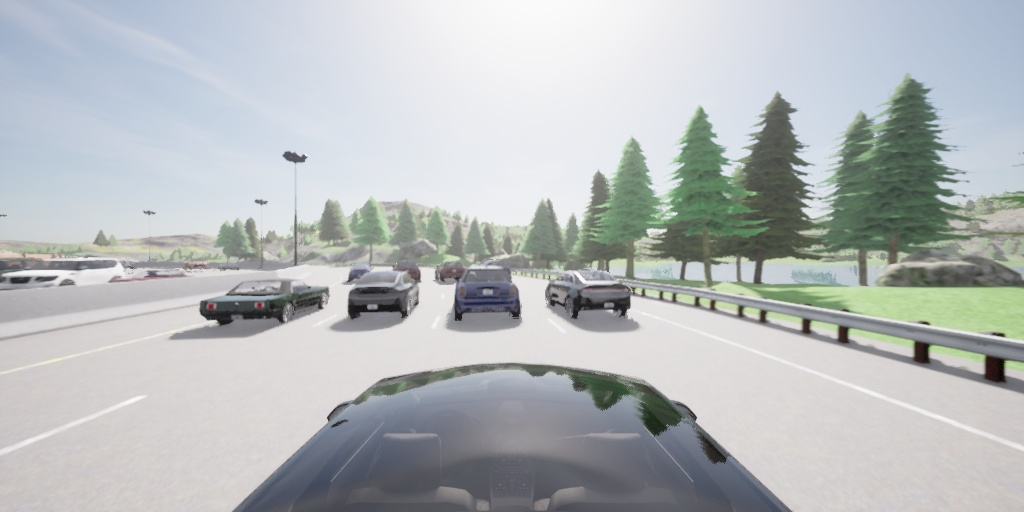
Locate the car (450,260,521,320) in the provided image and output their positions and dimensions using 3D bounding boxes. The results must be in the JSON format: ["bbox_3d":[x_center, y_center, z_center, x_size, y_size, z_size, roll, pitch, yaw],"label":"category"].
[{"bbox_3d":[-1.016,1.123,13.043,2.097,1.767,4.553,0,0,-8],"label":"car"}]

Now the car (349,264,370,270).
[{"bbox_3d":[-12.608,1.372,30.027,1.812,1.442,4.674,0,0,-21],"label":"car"}]

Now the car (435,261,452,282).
[{"bbox_3d":[-5.185,1.165,29.963,2.097,1.767,4.553,0,0,-19],"label":"car"}]

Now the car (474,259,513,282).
[{"bbox_3d":[-1.675,1.150,30.515,2.097,1.767,4.553,0,0,-19],"label":"car"}]

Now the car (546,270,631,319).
[{"bbox_3d":[2.537,1.246,12.959,2.128,1.511,4.902,0,0,-8],"label":"car"}]

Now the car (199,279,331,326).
[{"bbox_3d":[-7.842,1.400,12.052,1.895,1.301,4.718,0,0,-8],"label":"car"}]

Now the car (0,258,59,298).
[{"bbox_3d":[-27.162,1.116,18.338,2.150,2.045,5.566,0,0,-17],"label":"car"}]

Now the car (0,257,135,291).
[{"bbox_3d":[-23.822,1.102,19.335,2.150,2.045,5.566,0,0,-17],"label":"car"}]

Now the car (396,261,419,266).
[{"bbox_3d":[-8.682,1.180,29.400,2.097,1.767,4.553,0,0,-19],"label":"car"}]

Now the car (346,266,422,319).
[{"bbox_3d":[-4.527,1.291,13.176,1.837,1.490,4.892,0,0,-8],"label":"car"}]

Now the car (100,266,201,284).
[{"bbox_3d":[-20.635,1.470,20.801,1.895,1.301,4.718,0,0,-17],"label":"car"}]
